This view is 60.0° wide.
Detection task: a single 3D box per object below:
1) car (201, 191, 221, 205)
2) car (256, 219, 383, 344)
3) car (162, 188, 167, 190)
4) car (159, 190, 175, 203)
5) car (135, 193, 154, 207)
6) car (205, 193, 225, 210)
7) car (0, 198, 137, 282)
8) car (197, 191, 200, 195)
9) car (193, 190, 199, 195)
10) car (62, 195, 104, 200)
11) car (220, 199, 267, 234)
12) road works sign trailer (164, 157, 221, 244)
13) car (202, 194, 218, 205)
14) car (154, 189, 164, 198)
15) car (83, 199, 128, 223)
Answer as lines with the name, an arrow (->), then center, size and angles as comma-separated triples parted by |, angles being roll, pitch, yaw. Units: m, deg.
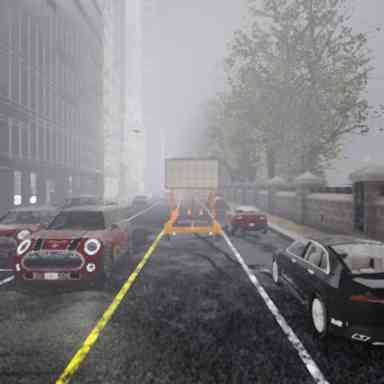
car -> 2.565, 0.754, 39.579 | 2.192, 1.841, 5.009 | 0, 1, -1
car -> 2.702, 1.471, 6.241 | 2.008, 1.369, 4.403 | 0, 1, 0
car -> -7.065, 0.020, 84.089 | 2.192, 1.841, 5.009 | 0, 1, -1
car -> -3.468, 0.796, 49.764 | 1.812, 1.442, 4.674 | 0, 1, -1
car -> -5.966, 1.000, 39.626 | 1.947, 1.339, 4.313 | 0, 1, -1
car -> 2.675, 1.108, 34.018 | 1.802, 1.307, 4.206 | 0, 1, -1
car -> -3.086, 1.227, 9.542 | 2.097, 1.767, 4.553 | 0, 1, 0
car -> 2.288, 0.809, 50.698 | 2.008, 1.369, 4.403 | 0, 1, -1
car -> 1.325, 0.169, 89.599 | 2.008, 1.369, 4.403 | 0, 1, -1
car -> -5.804, 1.083, 17.317 | 2.192, 1.841, 5.009 | 0, 1, 0
car -> 2.721, 1.315, 17.361 | 1.887, 1.381, 4.507 | 0, 1, 0
road works sign trailer -> 0.023, 0.271, 14.633 | 2.380, 3.560, 2.880 | 0, 1, 0
car -> 2.426, 0.931, 45.141 | 1.802, 1.307, 4.206 | 0, 1, -1
car -> -6.516, 0.653, 61.864 | 1.802, 1.307, 4.206 | 0, 1, -1
car -> -5.796, 1.255, 22.881 | 1.947, 1.339, 4.313 | 0, 1, 0
